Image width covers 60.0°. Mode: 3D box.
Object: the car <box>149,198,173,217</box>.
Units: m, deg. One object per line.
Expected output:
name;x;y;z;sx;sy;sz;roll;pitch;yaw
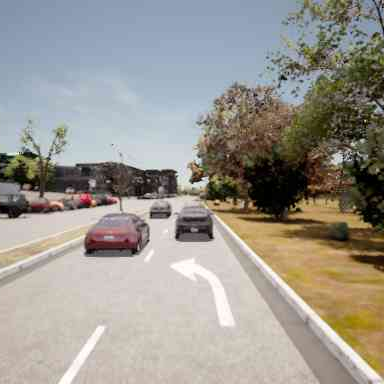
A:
car;-2.887;1.557;31.511;2.033;1.411;5.357;0;0;0

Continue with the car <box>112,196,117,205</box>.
car;-16.698;1.408;58.471;5.566;2.045;2.435;-1;-1;-20

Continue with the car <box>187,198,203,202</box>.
car;0.115;1.626;35.553;1.895;1.301;4.718;0;0;0

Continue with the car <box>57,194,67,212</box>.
car;-16.819;1.402;37.422;4.553;1.767;2.185;-1;-1;-20

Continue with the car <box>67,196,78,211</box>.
car;-16.789;1.545;40.432;4.892;1.521;2.231;-1;-1;-20

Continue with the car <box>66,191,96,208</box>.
car;-16.803;1.329;46.421;5.566;2.045;2.435;-1;0;-20

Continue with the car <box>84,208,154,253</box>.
car;-2.894;1.555;13.613;1.994;1.385;4.181;0;0;0

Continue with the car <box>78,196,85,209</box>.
car;-16.804;1.590;43.416;4.792;1.488;2.163;-1;0;-20

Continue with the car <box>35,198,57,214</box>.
car;-16.759;1.387;34.436;4.553;1.767;2.185;-1;0;-20

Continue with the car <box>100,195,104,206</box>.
car;-16.752;1.660;52.436;4.674;1.452;2.002;-1;0;-20

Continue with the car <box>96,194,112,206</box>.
car;-16.771;1.388;55.434;5.566;2.045;2.435;-1;0;-20

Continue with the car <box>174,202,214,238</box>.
car;0.108;1.493;17.583;1.837;1.490;4.892;0;0;0

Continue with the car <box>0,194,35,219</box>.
car;-16.822;1.241;28.410;5.566;2.045;2.435;-1;0;-20

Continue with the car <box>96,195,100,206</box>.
car;-16.942;1.599;49.369;5.366;1.575;1.946;-1;0;-20
